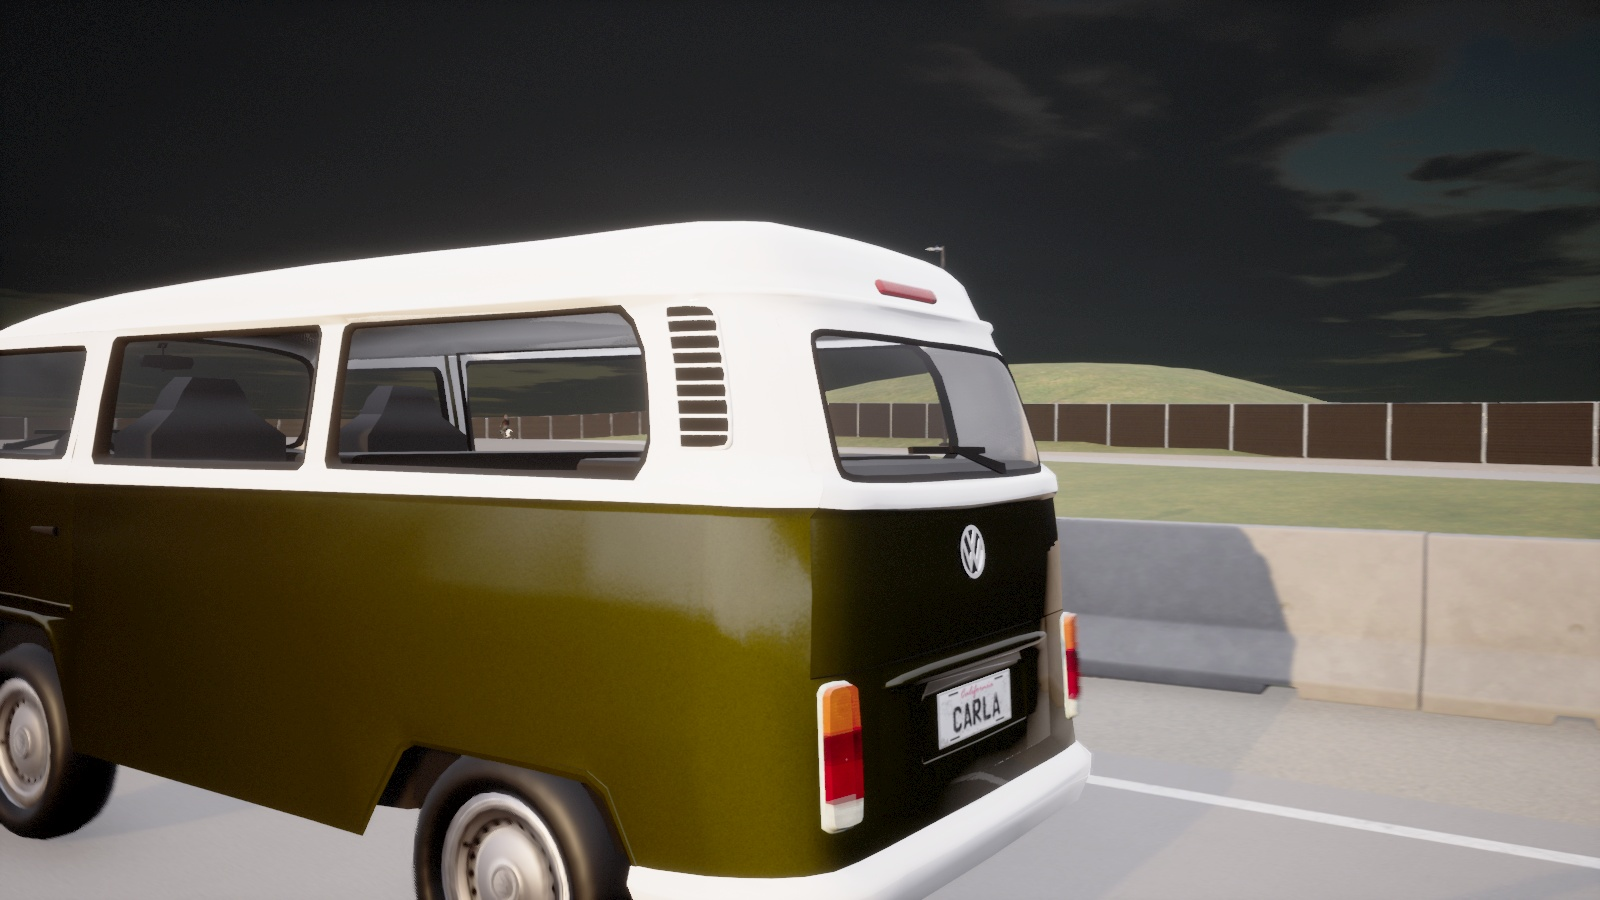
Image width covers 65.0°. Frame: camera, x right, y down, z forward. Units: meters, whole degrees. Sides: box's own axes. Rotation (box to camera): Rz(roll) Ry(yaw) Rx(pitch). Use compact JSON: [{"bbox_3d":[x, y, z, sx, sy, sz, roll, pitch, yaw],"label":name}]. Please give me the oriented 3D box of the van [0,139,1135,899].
[{"bbox_3d":[-1.342,0.407,4.510,4.480,2.038,2.069,0,1,34],"label":"van"}]
